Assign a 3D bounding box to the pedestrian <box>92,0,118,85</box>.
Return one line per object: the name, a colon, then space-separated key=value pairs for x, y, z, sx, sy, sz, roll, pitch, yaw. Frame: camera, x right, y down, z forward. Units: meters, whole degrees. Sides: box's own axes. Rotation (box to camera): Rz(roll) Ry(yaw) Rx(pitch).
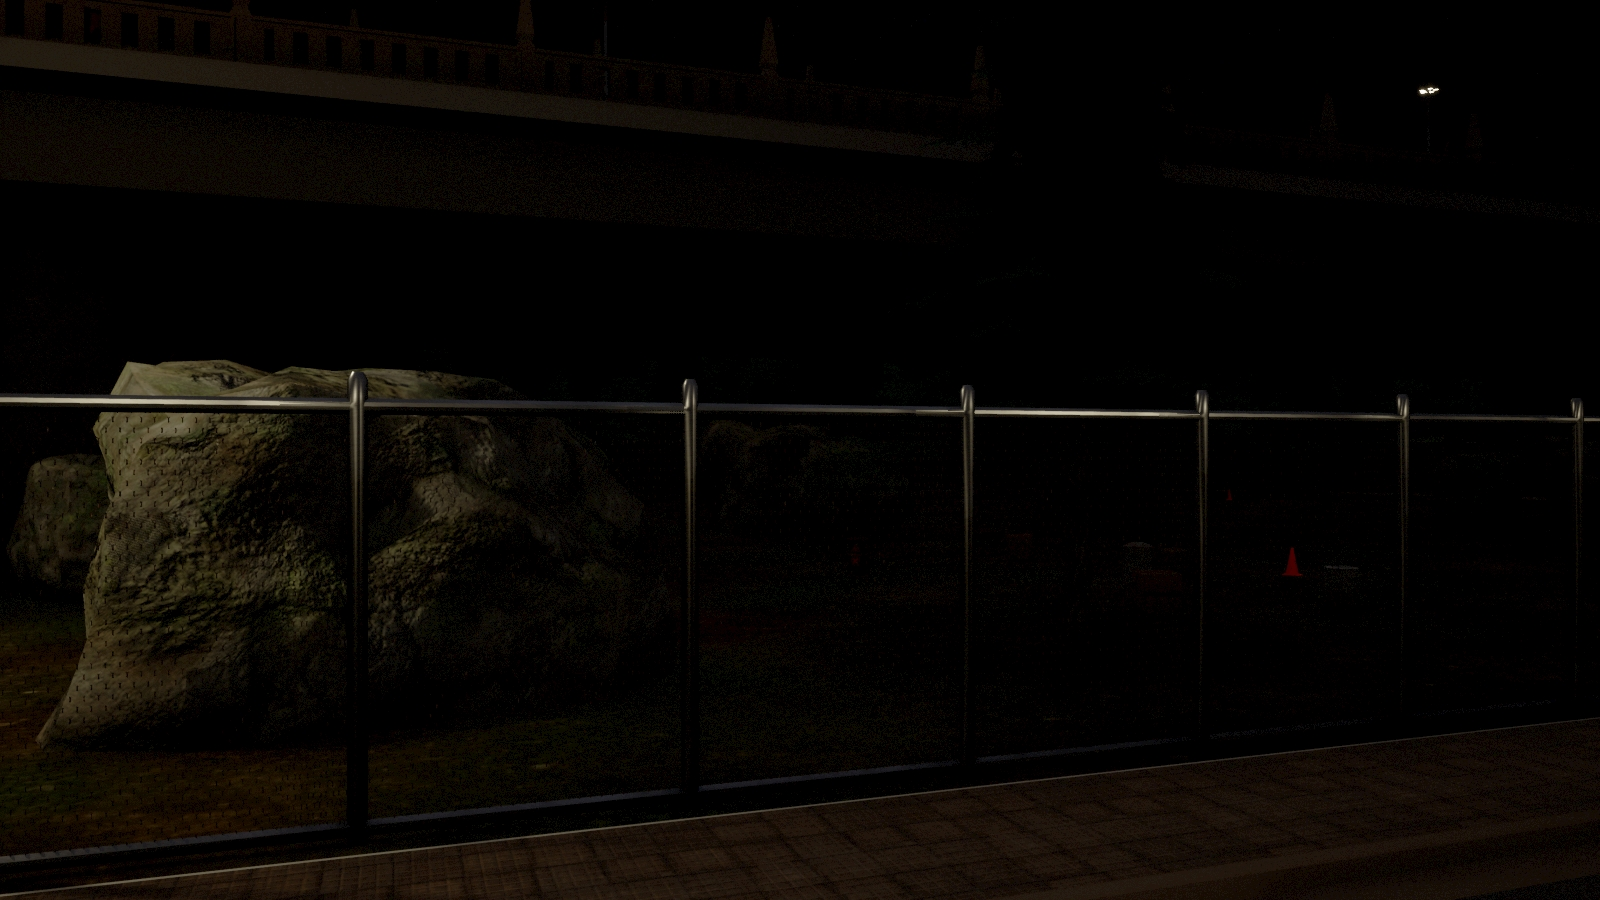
pedestrian: x=-13.878 y=-8.303 z=22.815 sx=0.375 sy=1.860 sz=0.375 roll=0 pitch=0 yaw=-20
